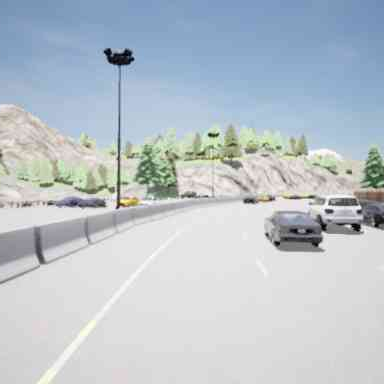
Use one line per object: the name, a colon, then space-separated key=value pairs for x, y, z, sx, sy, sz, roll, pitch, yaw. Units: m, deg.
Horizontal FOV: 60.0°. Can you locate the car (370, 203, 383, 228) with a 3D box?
car: x=12.420 y=1.512 z=22.038 sx=1.837 sy=1.490 sz=4.892 roll=0 pitch=0 yaw=9

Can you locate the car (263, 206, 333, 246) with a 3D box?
car: x=4.427 y=1.524 z=15.146 sx=2.033 sy=1.411 sz=5.357 roll=0 pitch=0 yaw=6

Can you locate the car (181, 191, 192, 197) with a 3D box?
car: x=-0.667 y=0.704 z=81.681 sx=2.150 sy=2.045 sz=5.566 roll=0 pitch=0 yaw=27

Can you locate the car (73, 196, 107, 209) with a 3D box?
car: x=-12.355 y=1.334 z=41.329 sx=1.994 sy=1.385 sz=4.181 roll=0 pitch=0 yaw=14

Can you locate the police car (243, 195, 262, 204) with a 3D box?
police car: x=10.349 y=1.291 z=58.144 sx=1.930 sy=1.638 sz=5.238 roll=0 pitch=0 yaw=22

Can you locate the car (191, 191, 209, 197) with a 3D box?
car: x=2.432 y=1.034 z=80.060 sx=2.128 sy=1.511 sz=4.902 roll=0 pitch=0 yaw=27

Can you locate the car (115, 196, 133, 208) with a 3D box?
car: x=-8.245 y=1.268 z=43.333 sx=1.882 sy=1.535 sz=5.008 roll=0 pitch=0 yaw=15

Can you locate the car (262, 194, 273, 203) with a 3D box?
car: x=14.322 y=1.317 z=67.120 sx=1.801 sy=1.575 sz=5.366 roll=0 pitch=0 yaw=26

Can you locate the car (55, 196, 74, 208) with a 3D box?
car: x=-15.589 y=1.268 z=42.872 sx=1.812 sy=1.442 sz=4.674 roll=0 pitch=0 yaw=14

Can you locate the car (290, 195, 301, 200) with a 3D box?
car: x=27.197 y=1.360 z=87.368 sx=1.994 sy=1.385 sz=4.181 roll=1 pitch=0 yaw=35

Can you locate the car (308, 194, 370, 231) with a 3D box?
car: x=8.634 y=1.208 z=20.571 sx=2.150 sy=2.045 sz=5.566 roll=0 pitch=0 yaw=8

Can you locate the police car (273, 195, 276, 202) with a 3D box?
police car: x=16.914 y=1.287 z=72.267 sx=1.930 sy=1.638 sz=5.238 roll=0 pitch=0 yaw=28

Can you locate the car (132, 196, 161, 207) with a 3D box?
car: x=-5.256 y=1.345 z=40.938 sx=1.812 sy=1.442 sz=4.674 roll=0 pitch=0 yaw=15
